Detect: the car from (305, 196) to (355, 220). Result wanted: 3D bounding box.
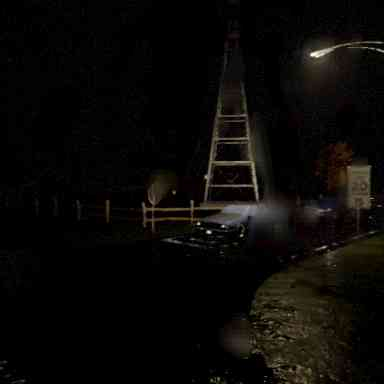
[{"bbox_3d":[9.494,1.034,22.629,4.674,1.442,1.812,-2,2,-44],"label":"car"}]

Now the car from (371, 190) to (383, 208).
[{"bbox_3d":[18.277,0.627,31.068,4.553,1.767,2.097,-1,2,-44],"label":"car"}]

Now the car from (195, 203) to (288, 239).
[{"bbox_3d":[2.553,1.240,15.808,2.033,1.411,5.357,1,2,44],"label":"car"}]
